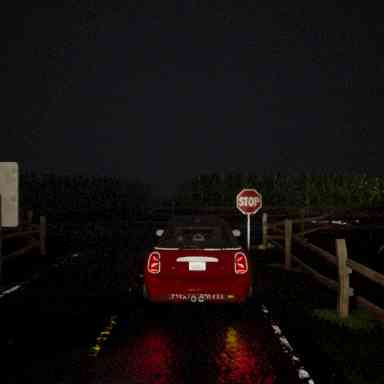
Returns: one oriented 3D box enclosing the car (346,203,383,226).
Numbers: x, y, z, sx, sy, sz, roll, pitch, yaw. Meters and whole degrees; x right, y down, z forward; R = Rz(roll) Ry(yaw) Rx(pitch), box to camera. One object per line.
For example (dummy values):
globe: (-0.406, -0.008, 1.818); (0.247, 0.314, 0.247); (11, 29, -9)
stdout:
car: (12.581, 1.510, 20.792); (4.718, 1.301, 1.895); (0, 0, 0)

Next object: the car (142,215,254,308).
car: (0.150, 1.351, 8.096); (2.097, 1.767, 4.553); (0, 0, 1)

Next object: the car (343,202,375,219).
car: (13.083, 1.451, 23.742); (4.181, 1.385, 1.994); (0, 0, 0)
